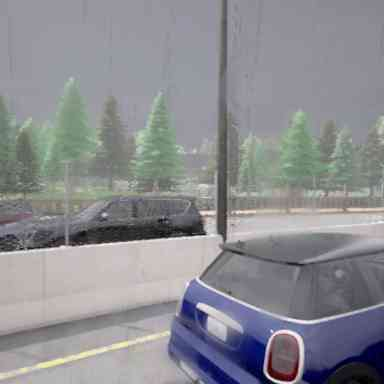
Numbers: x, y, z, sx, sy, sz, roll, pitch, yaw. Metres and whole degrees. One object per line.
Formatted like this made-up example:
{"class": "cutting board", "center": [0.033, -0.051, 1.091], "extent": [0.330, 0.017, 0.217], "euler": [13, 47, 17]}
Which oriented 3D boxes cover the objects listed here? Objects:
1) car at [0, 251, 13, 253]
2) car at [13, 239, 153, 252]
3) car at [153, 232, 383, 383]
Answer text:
{"class": "car", "center": [-5.387, 1.415, 12.249], "extent": [4.181, 1.385, 1.994], "euler": [0, 1, -32]}
{"class": "car", "center": [-2.189, 1.110, 10.171], "extent": [5.566, 2.045, 2.150], "euler": [0, 0, -31]}
{"class": "car", "center": [2.051, 1.321, 4.282], "extent": [4.553, 1.767, 2.097], "euler": [0, 1, -31]}
